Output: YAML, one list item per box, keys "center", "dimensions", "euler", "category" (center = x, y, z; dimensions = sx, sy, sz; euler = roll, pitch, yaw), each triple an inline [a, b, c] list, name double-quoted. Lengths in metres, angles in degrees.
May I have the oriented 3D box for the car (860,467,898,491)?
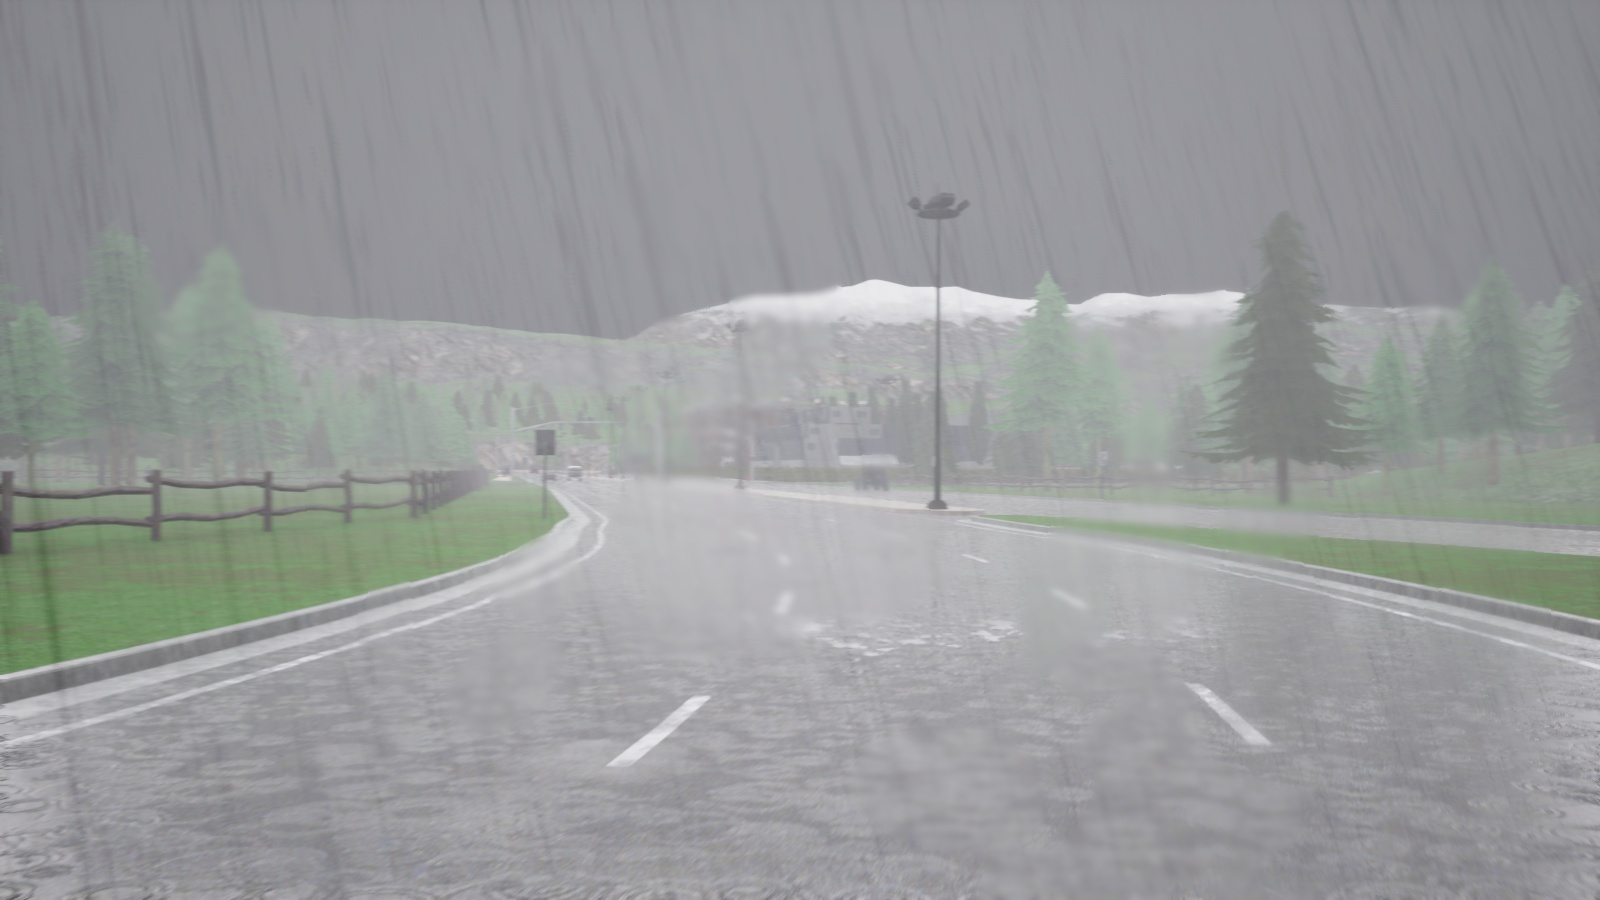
- center: [6.125, 2.247, 97.858]
  dimensions: [1.905, 1.878, 3.866]
  euler: [0, -1, -13]
  category: "car"
